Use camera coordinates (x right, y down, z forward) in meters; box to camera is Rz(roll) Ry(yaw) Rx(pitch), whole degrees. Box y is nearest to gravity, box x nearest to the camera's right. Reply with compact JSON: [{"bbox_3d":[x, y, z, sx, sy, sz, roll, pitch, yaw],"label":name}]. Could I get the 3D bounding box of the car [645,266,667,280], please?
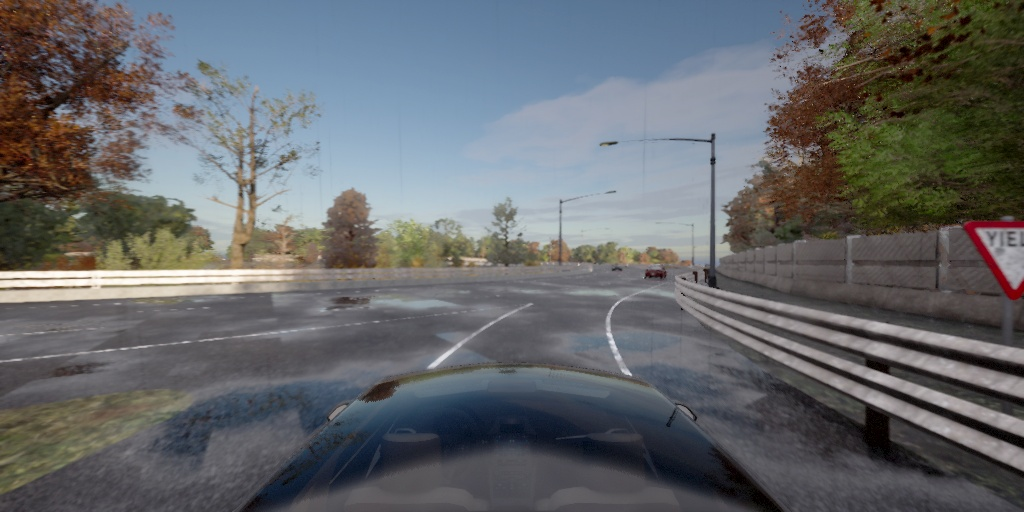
[{"bbox_3d":[16.516,1.859,41.103,1.882,1.535,5.008,1,-1,29],"label":"car"}]
